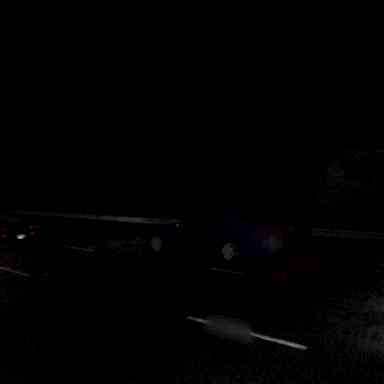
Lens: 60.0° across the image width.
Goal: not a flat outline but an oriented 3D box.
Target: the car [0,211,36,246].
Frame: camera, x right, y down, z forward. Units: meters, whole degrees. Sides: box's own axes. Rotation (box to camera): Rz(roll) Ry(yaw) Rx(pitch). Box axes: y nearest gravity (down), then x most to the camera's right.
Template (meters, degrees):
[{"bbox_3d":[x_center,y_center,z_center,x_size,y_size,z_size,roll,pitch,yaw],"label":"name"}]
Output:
[{"bbox_3d":[-8.477,1.536,14.091,4.674,1.442,1.812,0,0,35],"label":"car"}]

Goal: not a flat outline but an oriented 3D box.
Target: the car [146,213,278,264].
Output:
[{"bbox_3d":[0.556,1.496,12.075,5.008,1.535,1.882,0,0,35],"label":"car"}]

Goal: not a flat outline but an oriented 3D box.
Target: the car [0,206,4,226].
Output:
[{"bbox_3d":[-15.148,1.616,22.993,4.718,1.301,1.895,0,0,35],"label":"car"}]
